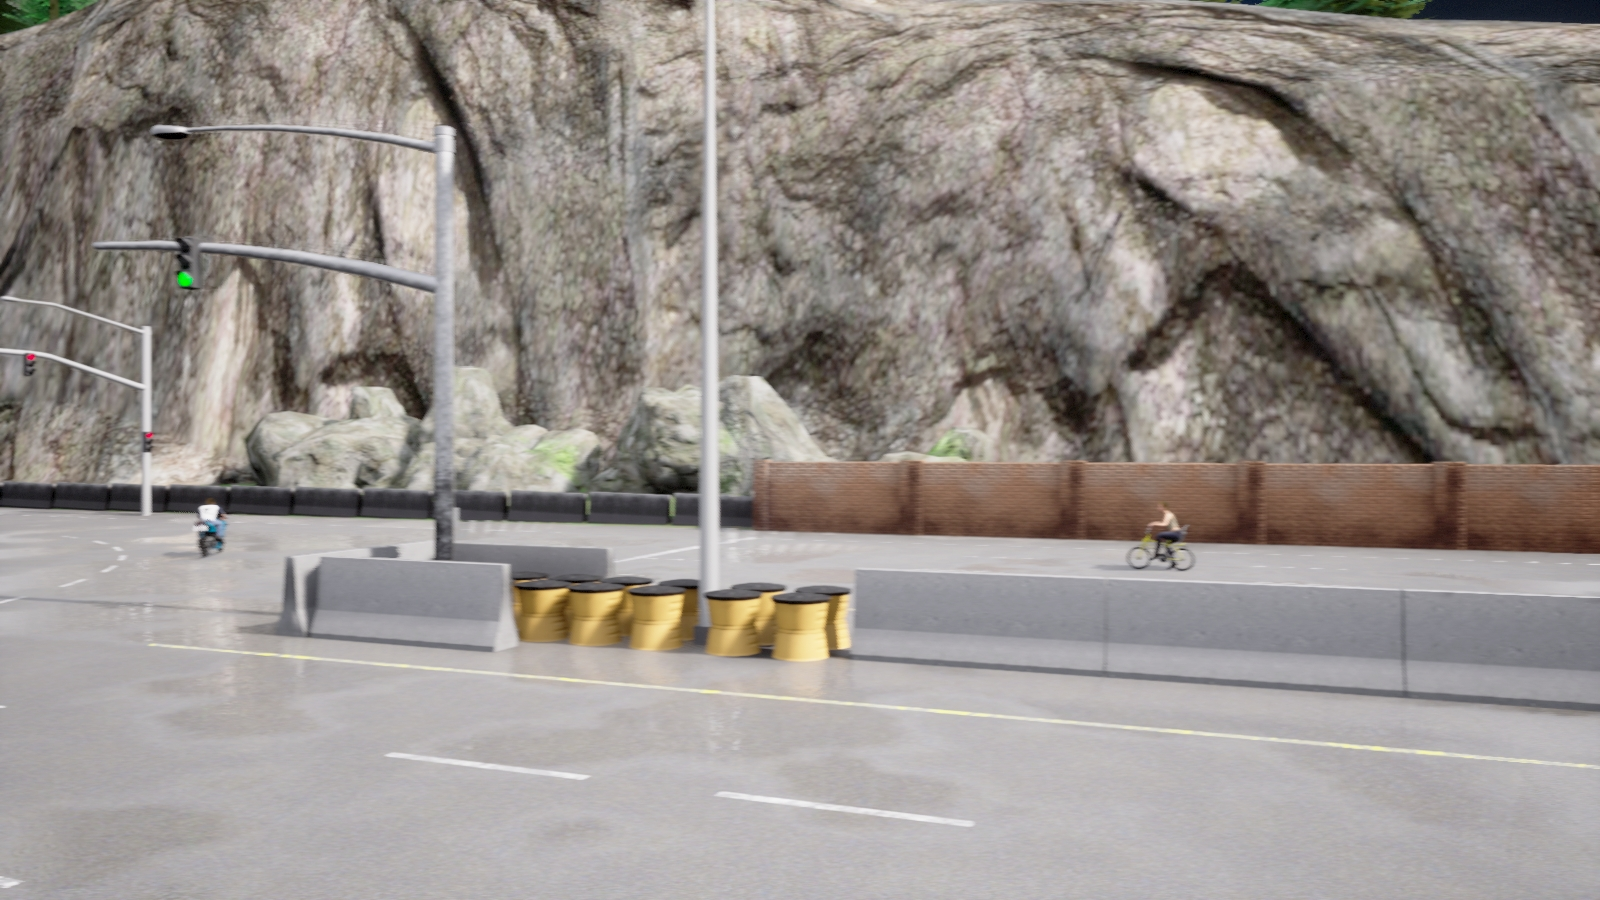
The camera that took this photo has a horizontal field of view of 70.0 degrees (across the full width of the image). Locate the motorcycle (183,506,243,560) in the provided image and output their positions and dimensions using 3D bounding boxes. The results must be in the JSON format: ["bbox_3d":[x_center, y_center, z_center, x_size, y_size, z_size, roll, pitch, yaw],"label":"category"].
[{"bbox_3d":[-15.318,2.146,29.866,0.803,1.217,2.033,-4,1,-12],"label":"motorcycle"}]
